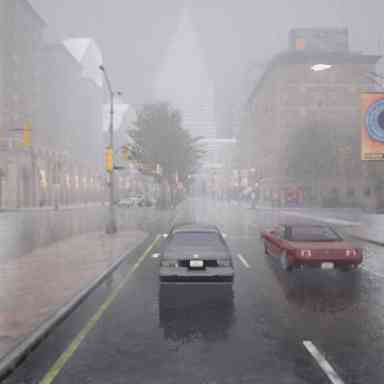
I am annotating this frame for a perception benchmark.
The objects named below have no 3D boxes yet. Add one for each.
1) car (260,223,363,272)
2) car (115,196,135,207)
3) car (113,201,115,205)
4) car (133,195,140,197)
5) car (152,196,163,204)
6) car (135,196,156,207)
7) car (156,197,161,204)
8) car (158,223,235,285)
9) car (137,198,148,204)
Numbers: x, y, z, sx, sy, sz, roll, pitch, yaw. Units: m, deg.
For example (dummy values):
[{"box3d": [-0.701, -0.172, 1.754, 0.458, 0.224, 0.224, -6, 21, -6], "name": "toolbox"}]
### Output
[{"box3d": [3.589, 1.676, 11.040, 1.895, 1.301, 4.718, 0, 0, 0], "name": "car"}, {"box3d": [-11.618, 1.920, 58.110, 1.812, 1.442, 4.674, 0, 0, 0], "name": "car"}, {"box3d": [-14.821, 2.058, 68.376, 1.895, 1.301, 4.718, 0, 0, 0], "name": "car"}, {"box3d": [-11.572, 1.684, 68.125, 2.150, 2.045, 5.566, 0, 0, 0], "name": "car"}, {"box3d": [-8.083, 1.886, 78.427, 2.097, 1.767, 4.553, 0, 0, 0], "name": "car"}, {"box3d": [-8.119, 1.887, 58.400, 2.128, 1.511, 4.902, 0, 0, 0], "name": "car"}, {"box3d": [-8.072, 1.988, 68.167, 1.812, 1.442, 4.674, 0, 0, 0], "name": "car"}, {"box3d": [0.091, 1.614, 9.725, 2.033, 1.411, 5.357, 0, 0, 0], "name": "car"}, {"box3d": [-11.583, 2.055, 78.390, 1.812, 1.442, 4.674, 0, 0, 0], "name": "car"}]
